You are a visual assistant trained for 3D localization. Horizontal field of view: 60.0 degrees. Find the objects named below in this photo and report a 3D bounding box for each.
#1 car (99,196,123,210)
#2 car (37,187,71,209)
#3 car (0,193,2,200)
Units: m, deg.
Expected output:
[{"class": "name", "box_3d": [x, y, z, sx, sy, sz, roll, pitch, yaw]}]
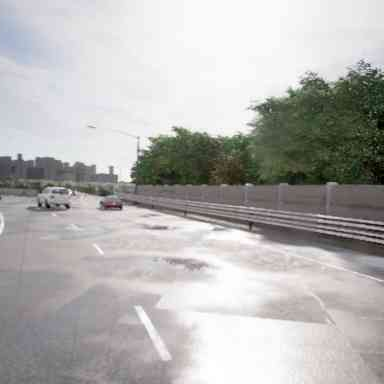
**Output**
[{"class": "car", "box_3d": [-8.765, 1.117, 35.949, 1.994, 1.385, 4.181, 3, 0, -23]}, {"class": "car", "box_3d": [-13.733, 0.544, 33.054, 2.150, 2.045, 5.566, 3, 0, -37]}, {"class": "car", "box_3d": [-24.910, 0.333, 40.822, 2.033, 1.411, 5.357, 3, 0, -44]}]
